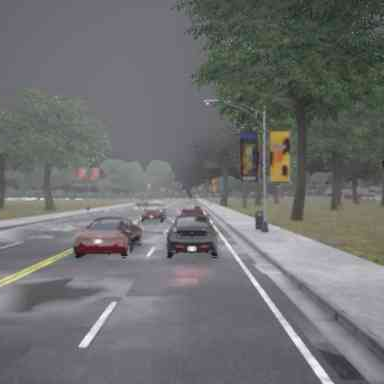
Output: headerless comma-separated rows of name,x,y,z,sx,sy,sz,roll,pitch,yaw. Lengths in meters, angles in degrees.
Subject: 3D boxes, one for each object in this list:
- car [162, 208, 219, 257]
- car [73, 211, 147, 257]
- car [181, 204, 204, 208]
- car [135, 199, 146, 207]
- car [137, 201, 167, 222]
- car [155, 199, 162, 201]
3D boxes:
car,0.021,1.639,13.505,1.837,1.490,4.892,0,0,1
car,-3.229,1.697,13.514,1.994,1.385,4.181,0,0,1
car,0.028,1.764,29.233,1.882,1.535,5.008,0,0,1
car,-9.775,2.144,64.541,1.837,1.490,4.892,0,-1,1
car,-3.226,1.809,28.888,1.812,1.442,4.674,0,0,1
car,-6.528,2.168,64.556,1.812,1.442,4.674,0,-1,1
